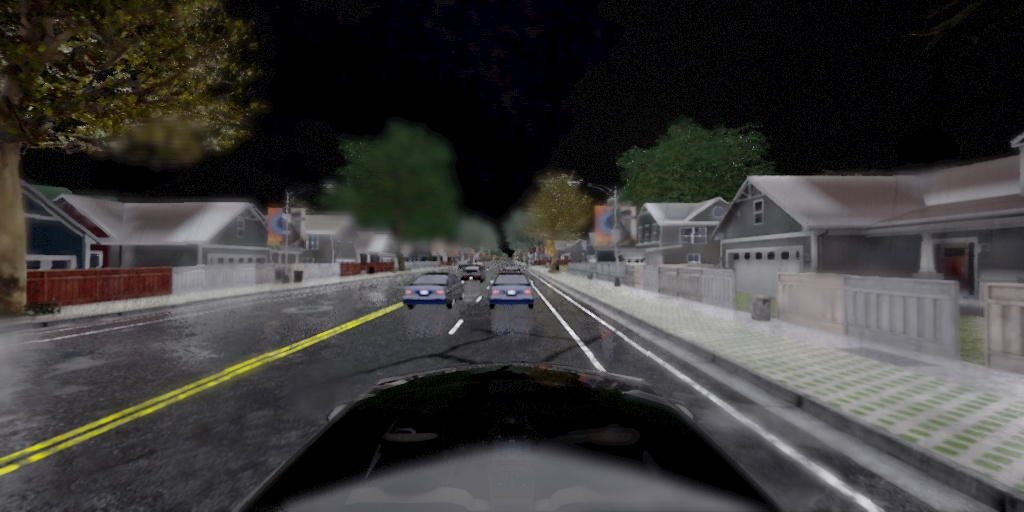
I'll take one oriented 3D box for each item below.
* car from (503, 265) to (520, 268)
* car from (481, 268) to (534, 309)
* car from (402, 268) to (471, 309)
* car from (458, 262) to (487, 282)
[{"bbox_3d":[-0.034,1.517,31.148,2.128,1.511,4.902,0,0,0],"label":"car"},{"bbox_3d":[-0.017,1.429,15.846,2.033,1.411,5.357,0,-1,0],"label":"car"},{"bbox_3d":[-3.267,1.430,15.841,2.033,1.411,5.357,0,-1,0],"label":"car"},{"bbox_3d":[-3.283,1.533,31.156,1.837,1.490,4.892,0,0,0],"label":"car"}]
